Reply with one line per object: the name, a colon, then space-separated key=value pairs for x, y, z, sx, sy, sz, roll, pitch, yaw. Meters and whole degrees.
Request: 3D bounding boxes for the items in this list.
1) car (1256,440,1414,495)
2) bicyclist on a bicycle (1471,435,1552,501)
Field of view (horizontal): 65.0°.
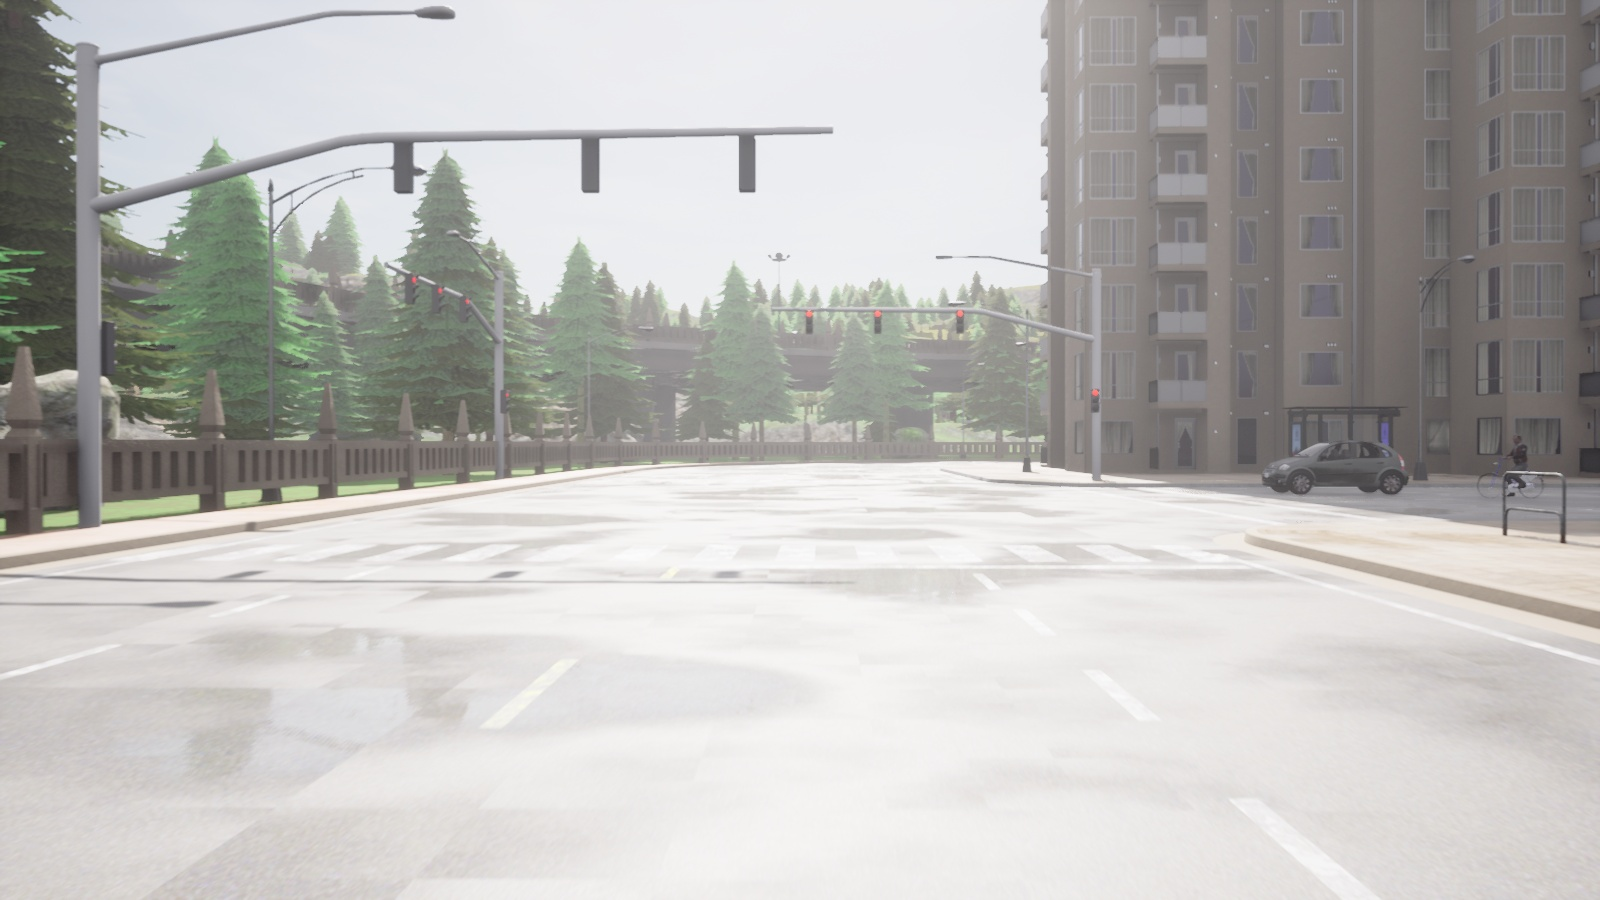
car: x=16.082 y=0.502 z=37.871 sx=3.988 sy=1.617 sz=1.851 roll=0 pitch=0 yaw=0
bicyclist on a bicycle: x=19.467 y=0.497 z=34.383 sx=1.843 sy=1.776 sz=0.659 roll=0 pitch=0 yaw=0
